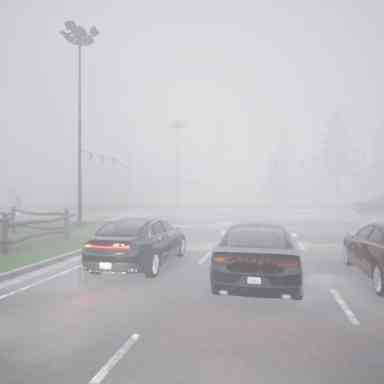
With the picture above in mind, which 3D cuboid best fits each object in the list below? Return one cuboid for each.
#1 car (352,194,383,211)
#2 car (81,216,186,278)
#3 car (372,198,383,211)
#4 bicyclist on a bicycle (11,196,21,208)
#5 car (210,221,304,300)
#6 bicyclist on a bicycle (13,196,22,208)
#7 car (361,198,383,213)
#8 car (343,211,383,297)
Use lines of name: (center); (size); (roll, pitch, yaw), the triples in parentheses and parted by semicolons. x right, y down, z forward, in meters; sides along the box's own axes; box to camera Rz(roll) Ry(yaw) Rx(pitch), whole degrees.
car: (19.101, 1.221, 33.277); (5.566, 2.045, 2.150); (0, 0, 7)
car: (-1.521, 1.505, 10.264); (1.837, 1.490, 4.892); (0, 0, 13)
car: (24.505, 1.478, 39.560); (5.008, 1.535, 1.882); (0, 0, 9)
bicyclist on a bicycle: (-23.124, 1.303, 43.764); (0.582, 1.620, 1.656); (0, 0, -8)
car: (1.684, 1.478, 8.539); (1.882, 1.535, 5.008); (0, 0, 13)
bicyclist on a bicycle: (-22.683, 1.303, 43.829); (0.582, 1.620, 1.656); (0, 0, -8)
car: (21.566, 1.478, 36.459); (5.008, 1.535, 1.882); (0, 0, 8)
car: (5.239, 1.478, 8.406); (1.882, 1.535, 5.008); (0, 0, 13)
